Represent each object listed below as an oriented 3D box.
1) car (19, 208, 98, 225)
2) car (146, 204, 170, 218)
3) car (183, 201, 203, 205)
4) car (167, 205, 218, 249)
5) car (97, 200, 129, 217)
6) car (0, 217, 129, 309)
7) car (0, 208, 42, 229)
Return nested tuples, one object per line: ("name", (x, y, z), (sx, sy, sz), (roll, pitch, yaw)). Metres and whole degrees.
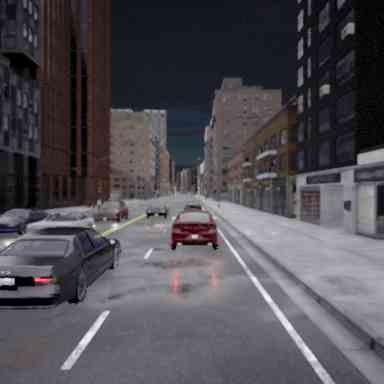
("car", (-6.585, 1.677, 17.098), (1.895, 1.301, 4.718), (0, 0, 0))
("car", (-3.143, 1.740, 31.457), (1.895, 1.301, 4.718), (0, 0, 0))
("car", (0.109, 1.655, 33.662), (1.837, 1.490, 4.892), (0, 0, 0))
("car", (0.104, 1.545, 15.005), (1.882, 1.535, 5.008), (0, 0, 0))
("car", (-6.541, 1.473, 27.259), (2.097, 1.767, 4.553), (0, 0, 0))
("car", (-3.148, 1.584, 8.177), (2.033, 1.411, 5.357), (0, 0, 0))
("car", (-9.828, 1.634, 19.394), (2.033, 1.411, 5.357), (0, 0, 0))
